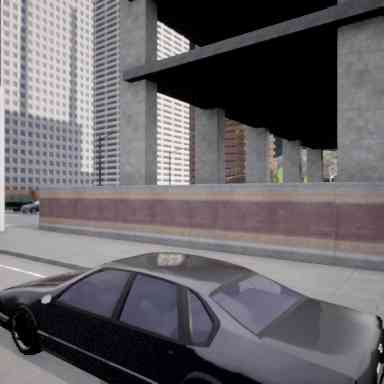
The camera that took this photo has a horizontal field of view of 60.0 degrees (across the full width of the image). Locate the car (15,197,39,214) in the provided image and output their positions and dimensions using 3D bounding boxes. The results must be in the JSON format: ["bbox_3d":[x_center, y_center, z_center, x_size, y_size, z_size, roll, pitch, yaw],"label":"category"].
[{"bbox_3d":[-15.766,1.526,35.386,1.812,1.442,4.674,0,0,36],"label":"car"}]

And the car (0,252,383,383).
[{"bbox_3d":[-0.449,1.547,4.312,5.357,1.411,2.033,0,0,35],"label":"car"}]

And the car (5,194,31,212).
[{"bbox_3d":[-19.907,1.221,35.664,2.150,2.045,5.566,0,0,36],"label":"car"}]
